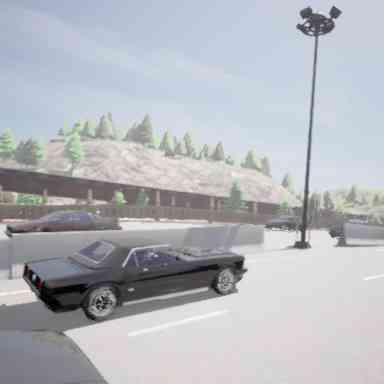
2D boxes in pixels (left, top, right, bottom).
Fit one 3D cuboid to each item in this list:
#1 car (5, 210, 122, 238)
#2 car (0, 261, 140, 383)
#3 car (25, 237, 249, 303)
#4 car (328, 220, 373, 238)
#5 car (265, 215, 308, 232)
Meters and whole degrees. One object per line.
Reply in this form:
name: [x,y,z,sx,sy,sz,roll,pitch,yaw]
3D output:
car: [-6.268,1.635,16.721,5.357,1.411,2.033,2,-1,-35]
car: [-3.048,1.542,1.576,5.357,1.411,2.033,0,0,-35]
car: [-0.981,1.660,7.349,4.718,1.301,1.895,2,-1,-35]
car: [12.628,2.952,25.902,4.892,1.490,1.837,7,-4,-35]
car: [9.105,3.018,31.984,4.892,1.490,1.837,7,-4,-35]
